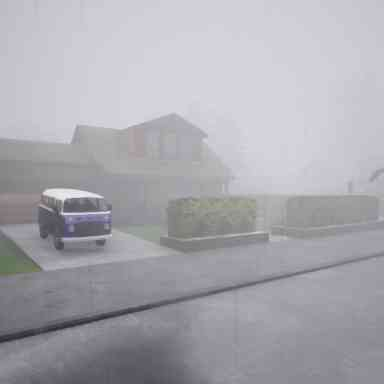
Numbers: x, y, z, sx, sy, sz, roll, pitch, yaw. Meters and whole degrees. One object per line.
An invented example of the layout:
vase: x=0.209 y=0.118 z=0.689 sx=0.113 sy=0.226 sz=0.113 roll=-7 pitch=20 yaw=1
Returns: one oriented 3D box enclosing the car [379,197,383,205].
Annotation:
car: x=24.678 y=0.985 z=41.408 sx=3.866 sy=1.878 sz=1.905 roll=0 pitch=0 yaw=0
